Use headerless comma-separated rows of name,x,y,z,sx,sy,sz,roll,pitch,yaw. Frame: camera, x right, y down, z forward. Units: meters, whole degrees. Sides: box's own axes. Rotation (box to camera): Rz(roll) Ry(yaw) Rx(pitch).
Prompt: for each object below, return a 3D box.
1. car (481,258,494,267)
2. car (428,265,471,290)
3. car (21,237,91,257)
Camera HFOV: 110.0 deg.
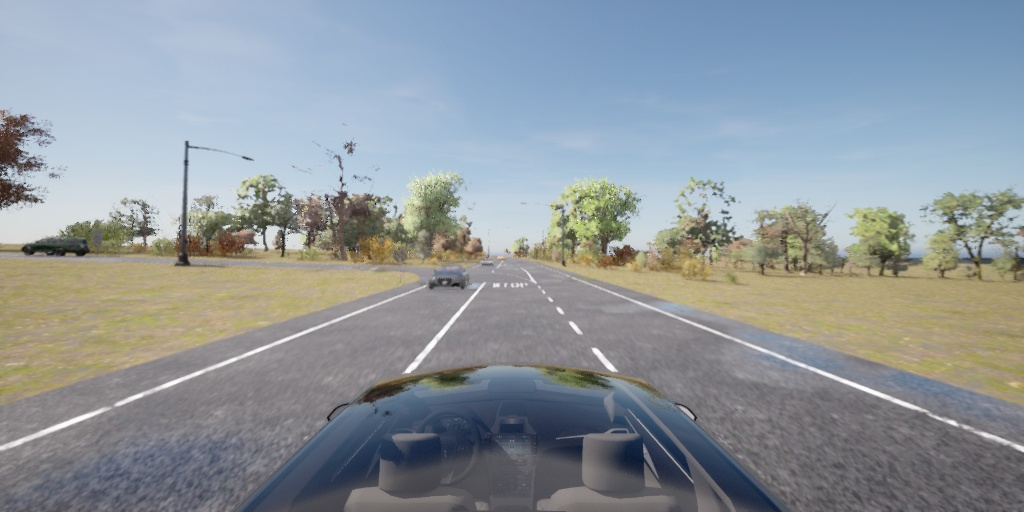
car,-3.849,1.018,55.944,1.895,1.301,4.718,0,0,-1
car,-3.597,1.203,21.159,1.994,1.385,4.181,0,0,0
car,-49.122,-1.008,38.741,5.566,2.045,2.150,2,0,0
